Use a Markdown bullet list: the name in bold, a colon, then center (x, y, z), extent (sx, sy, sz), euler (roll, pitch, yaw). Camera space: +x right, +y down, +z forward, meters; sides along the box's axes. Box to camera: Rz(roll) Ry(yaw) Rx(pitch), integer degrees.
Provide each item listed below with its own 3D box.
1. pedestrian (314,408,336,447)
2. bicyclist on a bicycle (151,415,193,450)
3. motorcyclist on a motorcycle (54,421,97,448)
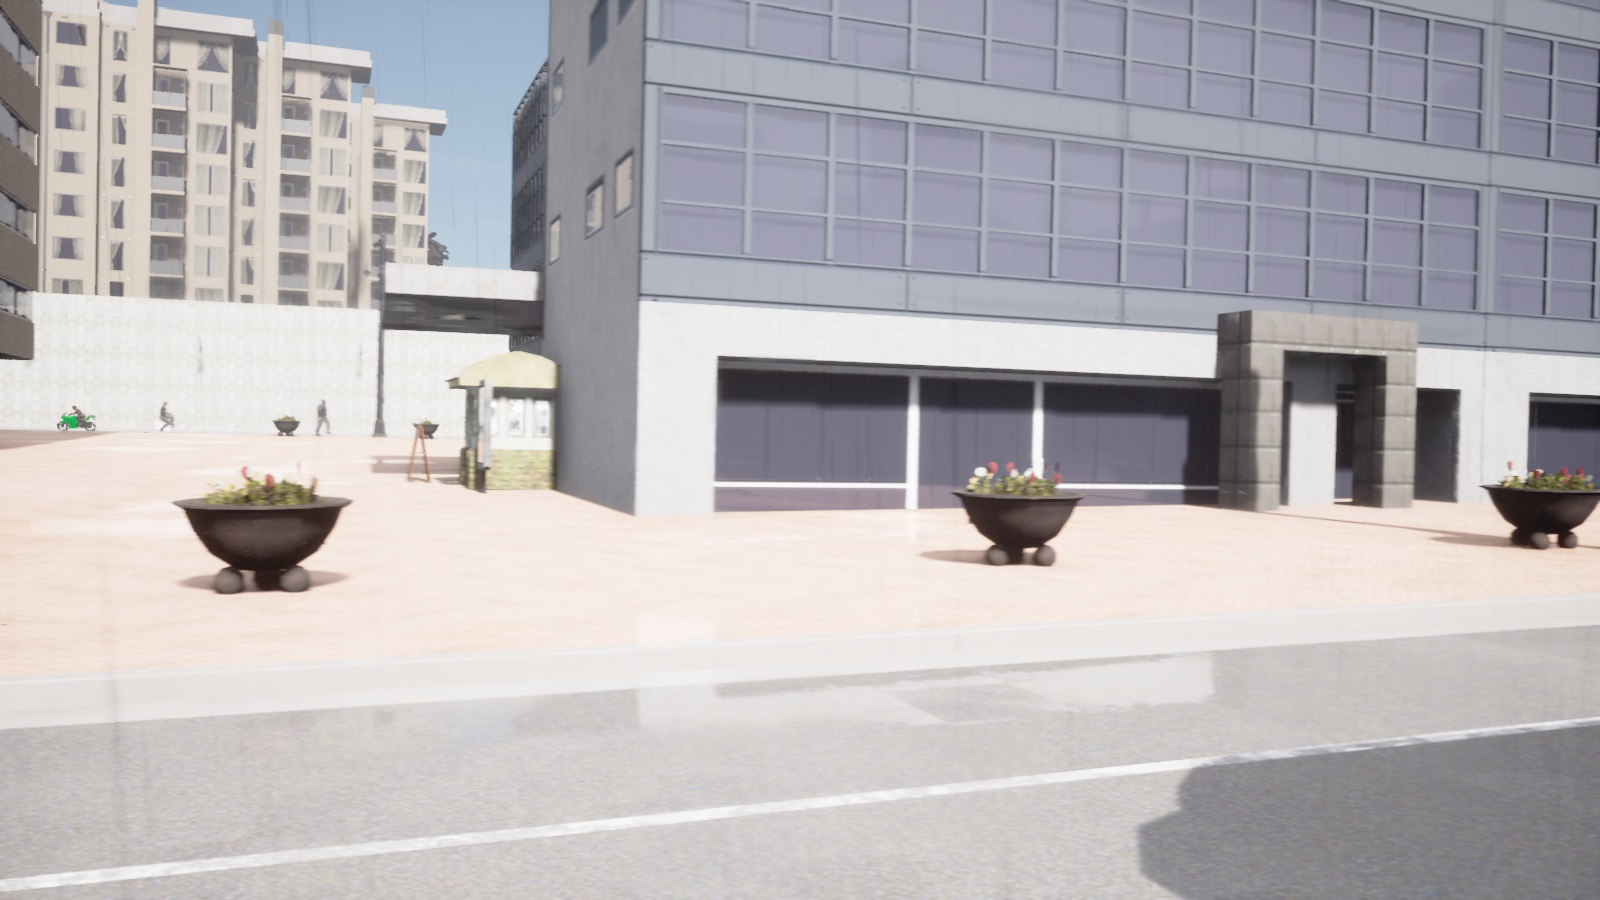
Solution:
- **pedestrian**: center (-23.147, -1.082, 61.176), extent (0.849, 1.883, 0.563), euler (0, 1, 13)
- **bicyclist on a bicycle**: center (-32.315, -0.916, 64.613), extent (1.843, 1.776, 0.659), euler (0, 1, -19)
- **motorcyclist on a motorcycle**: center (-41.768, -0.905, 72.438), extent (2.044, 1.523, 0.797), euler (0, 1, -19)
